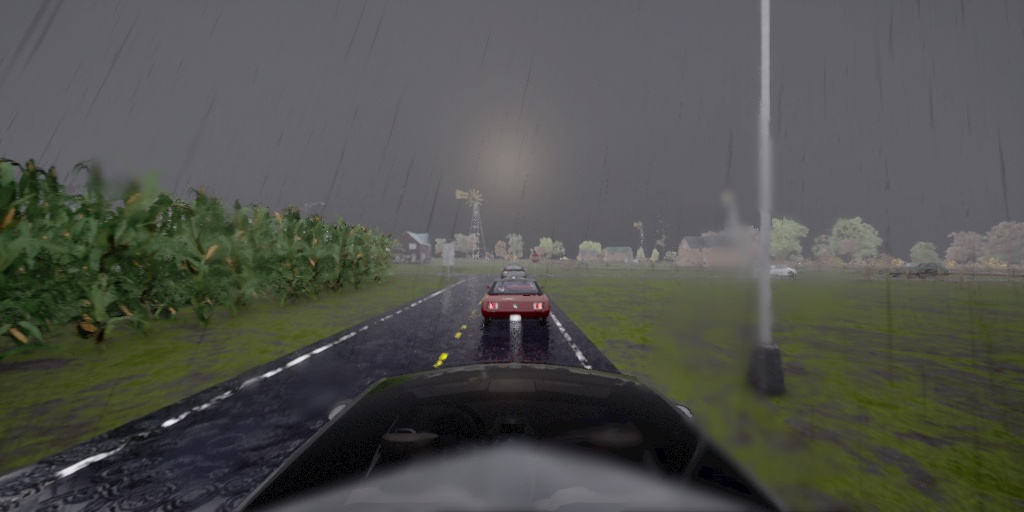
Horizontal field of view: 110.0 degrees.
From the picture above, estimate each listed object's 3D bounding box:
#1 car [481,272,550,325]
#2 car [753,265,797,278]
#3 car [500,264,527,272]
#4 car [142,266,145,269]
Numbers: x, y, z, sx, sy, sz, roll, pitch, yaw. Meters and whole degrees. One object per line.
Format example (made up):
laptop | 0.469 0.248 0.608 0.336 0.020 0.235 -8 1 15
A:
car | 0.105 1.386 11.897 1.895 1.301 4.718 0 0 0
car | 31.700 1.848 43.282 4.674 1.442 1.812 1 -1 0
car | 0.112 1.326 26.814 2.128 1.511 4.902 0 0 0
car | -46.590 0.853 42.943 4.892 1.490 1.837 1 -1 0
